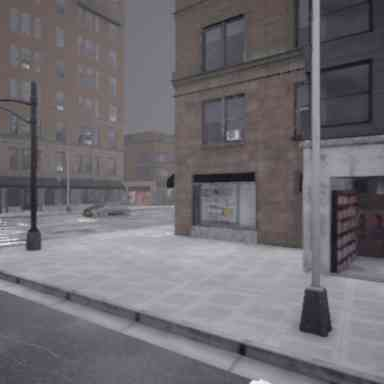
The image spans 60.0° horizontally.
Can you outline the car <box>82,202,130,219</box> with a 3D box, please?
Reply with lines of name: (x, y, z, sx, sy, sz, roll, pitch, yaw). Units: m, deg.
car: (-7.337, 1.531, 28.698, 1.994, 1.385, 4.181, 0, 0, 36)
